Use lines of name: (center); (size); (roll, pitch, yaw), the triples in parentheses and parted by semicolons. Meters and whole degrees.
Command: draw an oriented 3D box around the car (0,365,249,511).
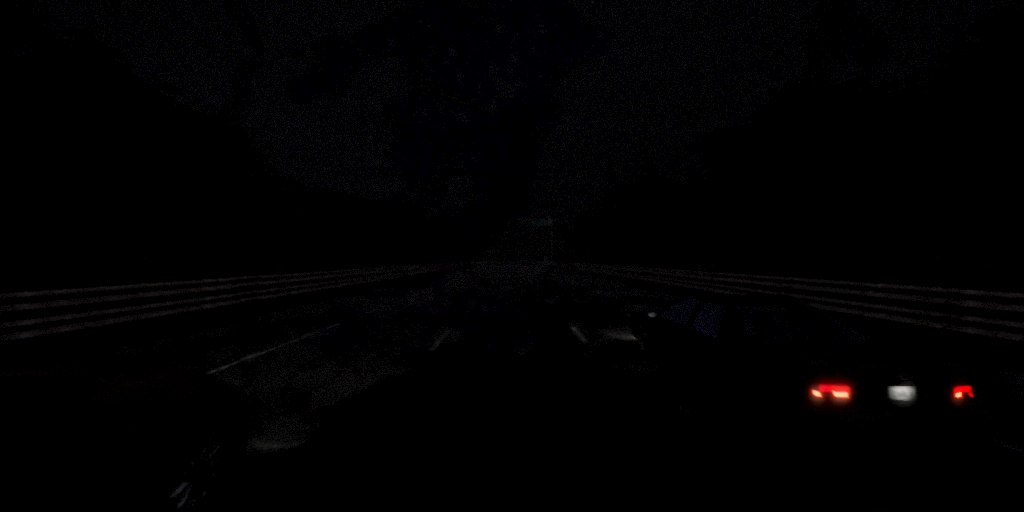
car: (-3.398, 1.100, 1.317); (2.097, 1.767, 4.553); (0, 0, 0)

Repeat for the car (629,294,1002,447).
car: (3.601, 1.325, 5.818); (2.033, 1.411, 5.357); (0, 0, 0)
